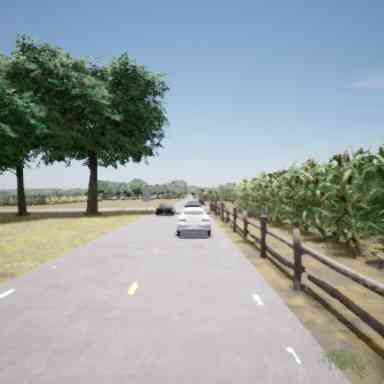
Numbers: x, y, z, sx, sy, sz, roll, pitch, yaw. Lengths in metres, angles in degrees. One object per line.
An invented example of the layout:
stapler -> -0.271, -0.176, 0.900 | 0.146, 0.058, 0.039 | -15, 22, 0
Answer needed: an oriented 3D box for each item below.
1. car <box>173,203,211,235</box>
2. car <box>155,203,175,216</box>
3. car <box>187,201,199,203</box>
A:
car -> 0.095, 1.586, 18.939 | 1.812, 1.442, 4.674 | 0, 0, 0
car -> -2.779, 1.818, 35.382 | 1.895, 1.301, 4.718 | 0, -1, 0
car -> 0.085, 1.725, 35.734 | 1.837, 1.490, 4.892 | 0, -1, 0
